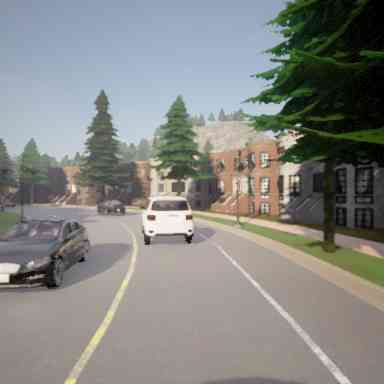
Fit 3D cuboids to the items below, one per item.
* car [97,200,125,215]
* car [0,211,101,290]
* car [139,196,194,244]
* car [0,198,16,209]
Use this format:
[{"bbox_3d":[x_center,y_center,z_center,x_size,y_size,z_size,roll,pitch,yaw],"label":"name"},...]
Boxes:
[{"bbox_3d":[-8.221,1.549,33.681,1.812,1.442,4.674,0,0,-32],"label":"car"},{"bbox_3d":[-4.154,1.503,9.244,2.128,1.511,4.902,0,0,-5],"label":"car"},{"bbox_3d":[-1.328,1.225,16.237,2.150,2.045,5.566,0,0,-10],"label":"car"},{"bbox_3d":[-26.962,1.565,47.173,4.902,1.511,2.128,0,0,31],"label":"car"}]
